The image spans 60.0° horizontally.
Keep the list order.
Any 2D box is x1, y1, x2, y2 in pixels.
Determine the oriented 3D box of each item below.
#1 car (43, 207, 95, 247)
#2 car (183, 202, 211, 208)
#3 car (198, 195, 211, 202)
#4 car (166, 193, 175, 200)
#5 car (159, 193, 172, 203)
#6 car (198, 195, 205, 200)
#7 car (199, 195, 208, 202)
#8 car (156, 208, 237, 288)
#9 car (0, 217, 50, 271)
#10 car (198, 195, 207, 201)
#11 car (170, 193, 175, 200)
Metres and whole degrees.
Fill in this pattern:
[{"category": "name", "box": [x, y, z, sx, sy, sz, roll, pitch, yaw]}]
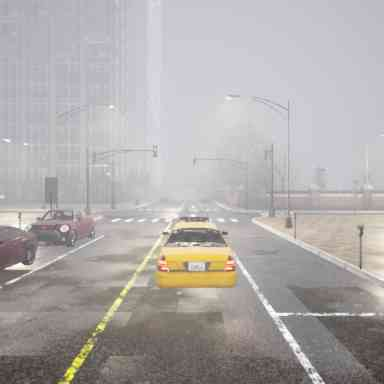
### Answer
[{"category": "car", "box": [-5.705, 1.433, 14.667, 1.967, 1.590, 4.097, 0, 0, 0]}, {"category": "car", "box": [0.097, 1.535, 19.439, 2.033, 1.411, 5.357, 0, 0, 0]}, {"category": "car", "box": [2.689, 1.492, 63.700, 1.947, 1.339, 4.313, 0, 0, 0]}, {"category": "car", "box": [-5.923, 1.181, 91.432, 2.192, 1.841, 5.009, 0, 0, 0]}, {"category": "car", "box": [-5.903, 1.485, 69.190, 1.947, 1.339, 4.313, 0, 0, 0]}, {"category": "car", "box": [2.602, 1.411, 91.496, 1.887, 1.381, 4.507, 0, 0, 0]}, {"category": "car", "box": [2.618, 1.454, 74.814, 1.887, 1.381, 4.507, 0, 0, 0]}, {"category": "car", "box": [0.090, 1.454, 9.176, 1.801, 1.575, 5.366, 0, 0, 0]}, {"category": "car", "box": [-5.700, 1.579, 8.975, 1.802, 1.307, 4.206, 0, 0, 0]}, {"category": "car", "box": [2.613, 1.448, 80.375, 2.008, 1.369, 4.403, 0, 0, 0]}, {"category": "car", "box": [-5.918, 1.323, 85.874, 1.967, 1.590, 4.097, 0, 0, 0]}]
